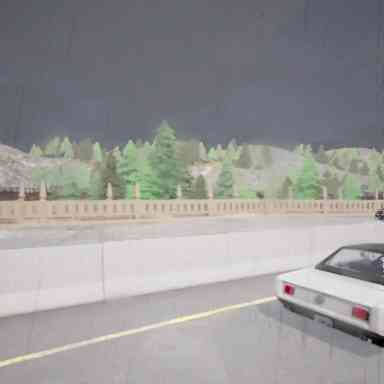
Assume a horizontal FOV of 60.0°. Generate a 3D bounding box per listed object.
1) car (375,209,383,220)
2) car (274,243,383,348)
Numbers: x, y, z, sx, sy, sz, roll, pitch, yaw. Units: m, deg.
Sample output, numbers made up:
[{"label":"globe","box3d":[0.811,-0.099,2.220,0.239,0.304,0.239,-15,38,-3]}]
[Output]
[{"label":"car","box3d":[17.392,1.666,27.654,4.181,1.385,1.994,0,0,-18]},{"label":"car","box3d":[3.817,1.610,6.012,4.718,1.301,1.895,0,0,-32]}]
